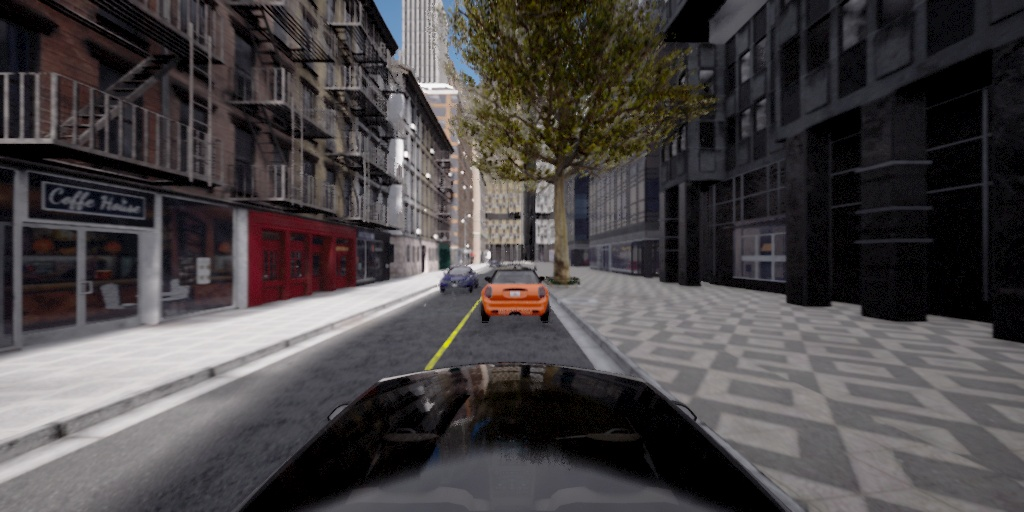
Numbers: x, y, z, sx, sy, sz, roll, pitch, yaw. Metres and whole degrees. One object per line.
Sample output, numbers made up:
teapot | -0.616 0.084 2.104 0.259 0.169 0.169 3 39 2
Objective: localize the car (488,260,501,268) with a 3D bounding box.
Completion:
car | -3.020 1.417 63.371 1.994 1.385 4.181 0 0 1

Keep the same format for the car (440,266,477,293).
car | -3.096 1.332 21.665 1.812 1.442 4.674 0 0 0

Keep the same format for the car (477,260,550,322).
car | 0.097 1.138 12.664 2.097 1.767 4.553 0 0 0
